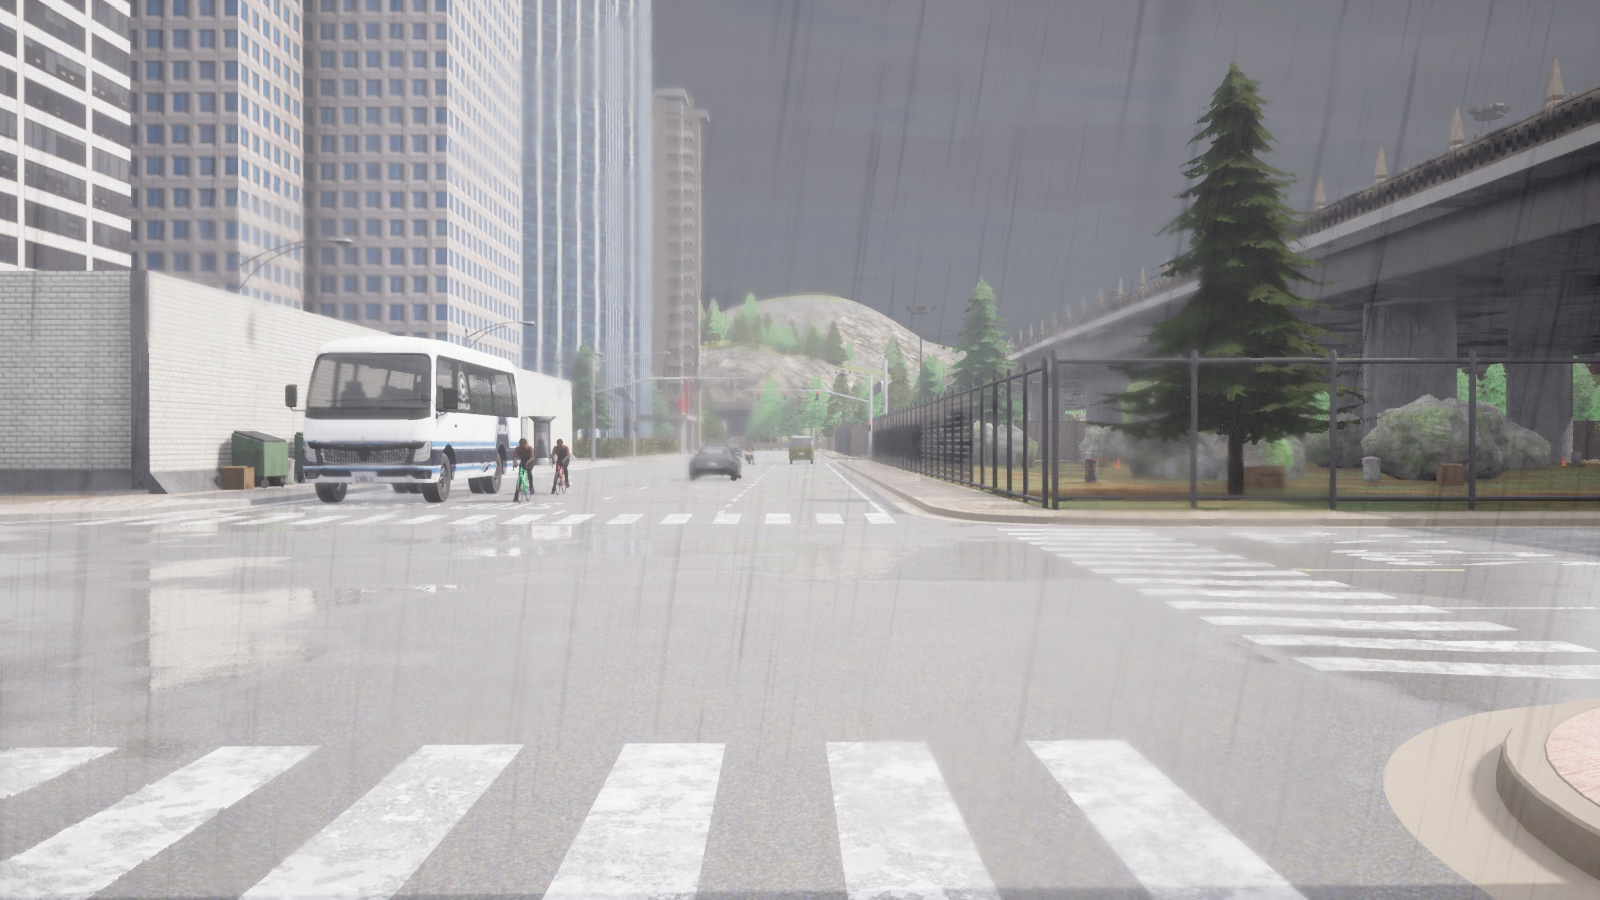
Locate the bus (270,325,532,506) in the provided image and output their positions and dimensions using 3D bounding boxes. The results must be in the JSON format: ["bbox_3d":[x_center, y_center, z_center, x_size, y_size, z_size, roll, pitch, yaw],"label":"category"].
[{"bbox_3d":[-10.448,-0.833,34.565,3.944,4.253,10.273,0,0,0],"label":"bus"}]

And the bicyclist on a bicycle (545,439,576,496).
[{"bbox_3d":[-6.947,0.488,36.483,0.582,1.620,1.656,0,1,0],"label":"bicyclist on a bicycle"}]

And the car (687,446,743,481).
[{"bbox_3d":[-3.432,0.517,51.444,1.994,1.385,4.181,0,0,0],"label":"car"}]

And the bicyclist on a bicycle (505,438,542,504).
[{"bbox_3d":[-6.952,0.515,31.641,0.582,1.620,1.656,0,1,0],"label":"bicyclist on a bicycle"}]

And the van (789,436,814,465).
[{"bbox_3d":[0.106,-0.003,89.002,1.775,1.987,4.442,0,0,0],"label":"van"}]
